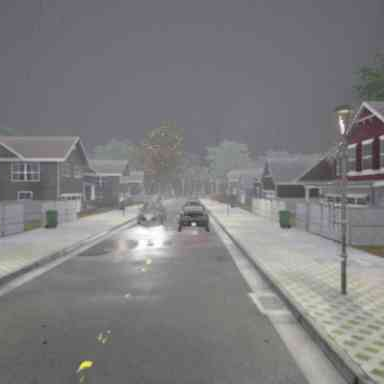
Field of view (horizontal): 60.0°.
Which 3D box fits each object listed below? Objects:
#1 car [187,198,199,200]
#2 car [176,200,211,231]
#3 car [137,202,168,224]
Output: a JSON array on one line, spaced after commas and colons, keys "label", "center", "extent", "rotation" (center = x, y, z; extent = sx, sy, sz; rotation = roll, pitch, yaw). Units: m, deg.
[{"label": "car", "center": [0.103, 1.503, 38.935], "extent": [1.837, 1.490, 4.892], "rotation": [0, 0, 0]}, {"label": "car", "center": [0.099, 1.496, 20.415], "extent": [1.837, 1.490, 4.892], "rotation": [0, 0, 0]}, {"label": "car", "center": [-2.846, 1.481, 24.467], "extent": [2.128, 1.511, 4.902], "rotation": [0, 0, 0]}]
